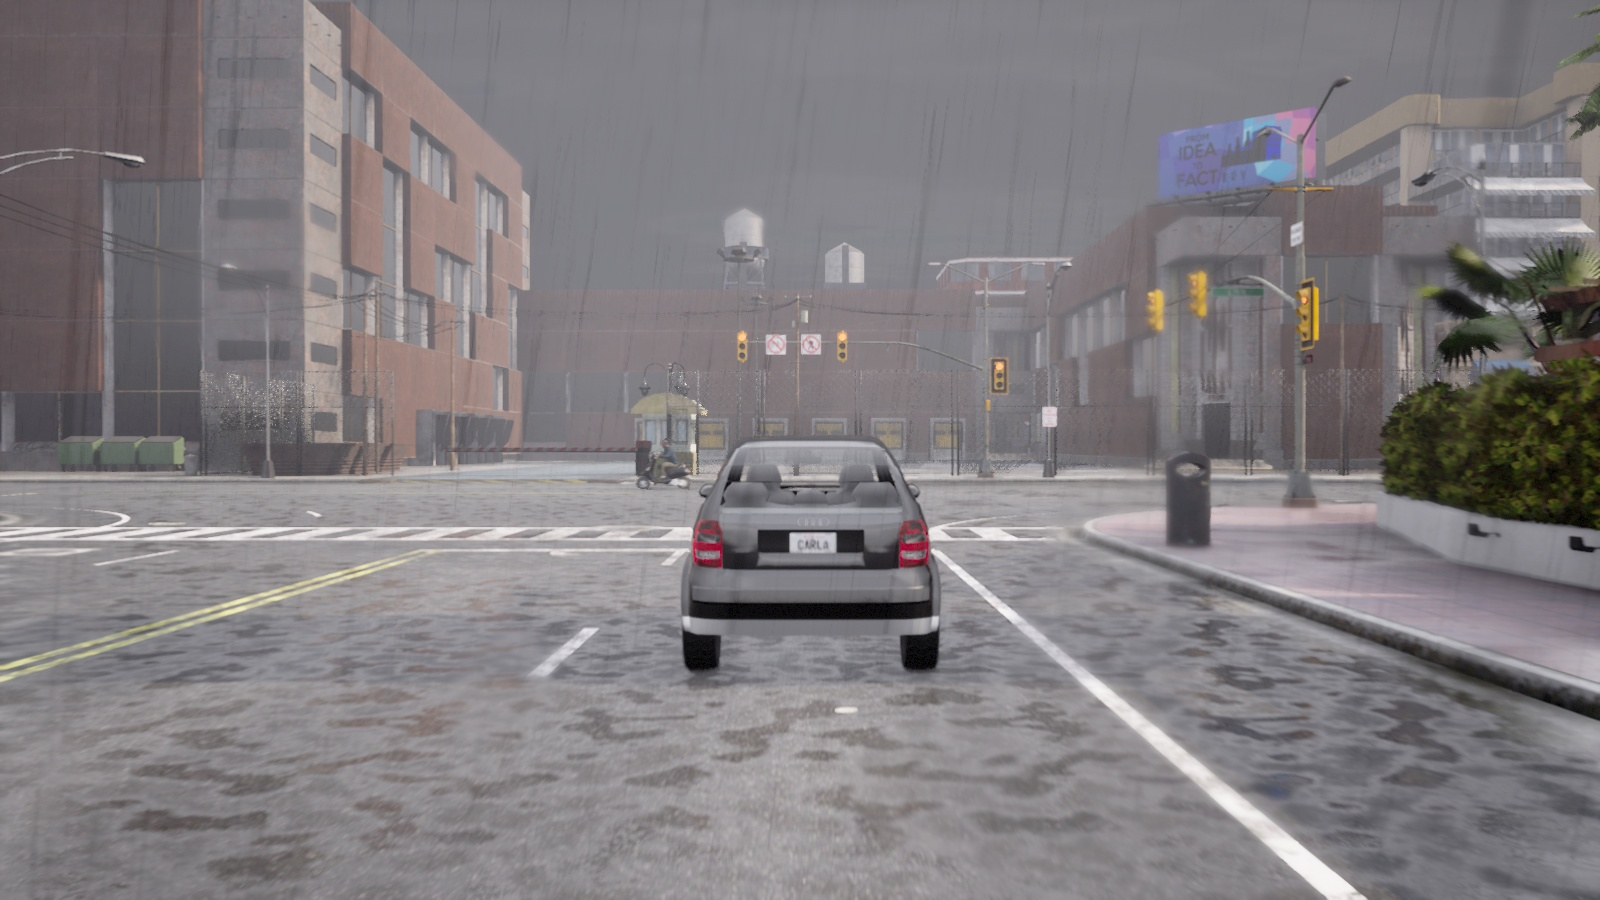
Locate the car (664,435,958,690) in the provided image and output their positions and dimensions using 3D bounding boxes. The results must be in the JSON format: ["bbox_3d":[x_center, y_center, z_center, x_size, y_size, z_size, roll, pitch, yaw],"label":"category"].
[{"bbox_3d":[0.073,0.672,9.481,1.789,1.549,3.705,0,0,0],"label":"car"}]

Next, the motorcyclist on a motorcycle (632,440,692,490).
[{"bbox_3d":[-4.412,0.471,40.123,1.817,1.590,0.866,0,0,-15],"label":"motorcyclist on a motorcycle"}]
